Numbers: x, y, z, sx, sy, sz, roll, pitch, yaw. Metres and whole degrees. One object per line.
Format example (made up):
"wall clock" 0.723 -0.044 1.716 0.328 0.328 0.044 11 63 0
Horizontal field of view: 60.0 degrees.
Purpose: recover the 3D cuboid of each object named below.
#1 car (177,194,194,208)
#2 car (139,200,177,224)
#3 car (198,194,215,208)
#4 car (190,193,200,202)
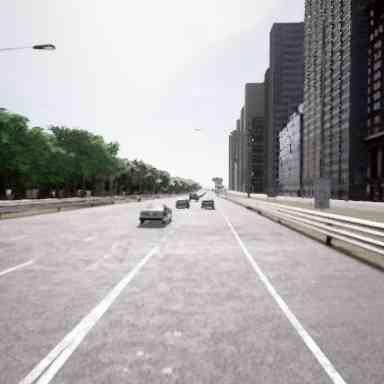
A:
"car" -1.297 1.472 48.347 2.128 1.511 4.902 0 0 3
"car" -2.570 1.523 24.377 2.033 1.411 5.357 0 0 3
"car" 2.301 1.500 48.111 2.128 1.511 4.902 0 0 3
"car" 0.341 1.257 80.888 2.150 2.045 5.566 0 0 3
